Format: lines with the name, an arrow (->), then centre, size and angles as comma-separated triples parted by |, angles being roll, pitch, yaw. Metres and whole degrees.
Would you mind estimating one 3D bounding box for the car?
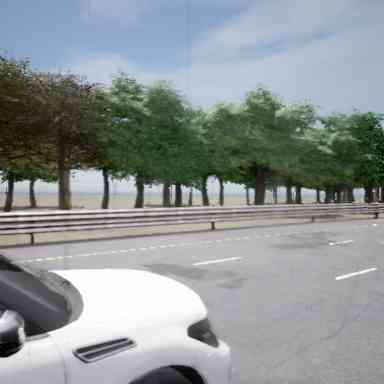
car -> -2.294, 1.219, 2.234 | 5.566, 2.045, 2.150 | 0, 0, -36
